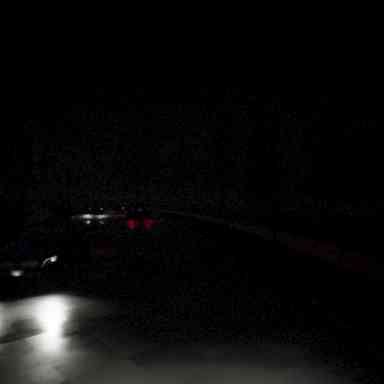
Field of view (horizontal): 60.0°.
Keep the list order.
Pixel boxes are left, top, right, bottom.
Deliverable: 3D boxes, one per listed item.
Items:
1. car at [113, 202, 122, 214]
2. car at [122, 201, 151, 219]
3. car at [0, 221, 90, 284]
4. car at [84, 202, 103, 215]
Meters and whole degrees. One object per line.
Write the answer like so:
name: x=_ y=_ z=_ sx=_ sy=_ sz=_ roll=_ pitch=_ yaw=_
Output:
car: x=-8.753 y=2.028 z=42.681 sx=2.033 sy=1.411 sz=5.357 roll=0 pitch=-1 yaw=-24
car: x=-5.462 y=1.727 z=33.376 sx=2.097 sy=1.767 sz=4.553 roll=0 pitch=-1 yaw=-17
car: x=-4.304 y=1.641 z=10.000 sx=1.812 sy=1.442 sz=4.674 roll=0 pitch=-1 yaw=-6
car: x=-12.195 y=1.945 z=41.260 sx=1.882 sy=1.535 sz=5.008 roll=0 pitch=-1 yaw=-23
